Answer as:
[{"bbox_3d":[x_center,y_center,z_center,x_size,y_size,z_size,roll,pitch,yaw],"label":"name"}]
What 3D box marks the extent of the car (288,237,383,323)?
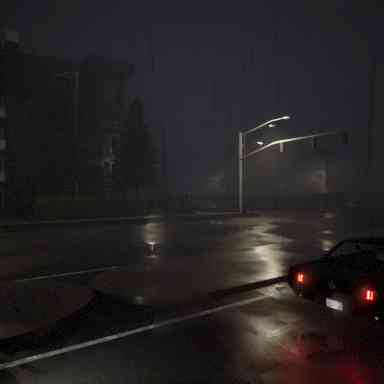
[{"bbox_3d":[4.205,1.601,6.863,4.718,1.301,1.895,0,0,-35],"label":"car"}]
